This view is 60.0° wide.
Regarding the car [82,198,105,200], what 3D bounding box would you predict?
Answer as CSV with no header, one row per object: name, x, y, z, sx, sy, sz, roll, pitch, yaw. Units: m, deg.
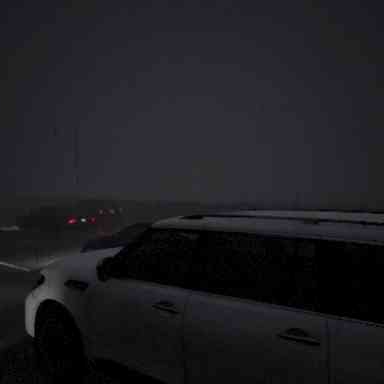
car,-6.634,1.219,21.628,4.553,1.767,2.097,1,0,36

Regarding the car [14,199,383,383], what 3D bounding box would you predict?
car,0.465,1.209,3.662,5.566,2.045,2.150,1,0,36

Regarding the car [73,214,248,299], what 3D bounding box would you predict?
car,-1.017,1.481,9.020,4.674,1.442,1.812,1,0,36

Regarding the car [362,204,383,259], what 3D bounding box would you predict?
car,8.312,1.356,10.961,4.553,1.767,2.097,1,0,36
